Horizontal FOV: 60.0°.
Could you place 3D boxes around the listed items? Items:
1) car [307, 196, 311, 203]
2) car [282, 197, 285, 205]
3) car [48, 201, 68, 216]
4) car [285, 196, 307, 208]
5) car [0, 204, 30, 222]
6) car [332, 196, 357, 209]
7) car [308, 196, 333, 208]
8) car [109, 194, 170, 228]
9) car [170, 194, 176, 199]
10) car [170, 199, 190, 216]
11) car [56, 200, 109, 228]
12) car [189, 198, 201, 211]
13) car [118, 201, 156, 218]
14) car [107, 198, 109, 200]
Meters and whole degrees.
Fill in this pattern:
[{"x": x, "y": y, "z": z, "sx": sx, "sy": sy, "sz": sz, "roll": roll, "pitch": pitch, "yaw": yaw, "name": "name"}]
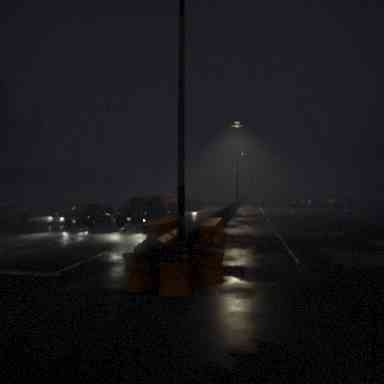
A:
[{"x": 20.752, "y": 1.495, "z": 59.148, "sx": 1.837, "sy": 1.490, "sz": 4.892, "roll": 0, "pitch": 1, "yaw": 10, "name": "car"}, {"x": 17.304, "y": 1.528, "z": 59.752, "sx": 2.033, "sy": 1.411, "sz": 5.357, "roll": 0, "pitch": 1, "yaw": 10, "name": "car"}, {"x": -12.232, "y": 1.644, "z": 33.704, "sx": 2.033, "sy": 1.411, "sz": 5.357, "roll": 0, "pitch": 0, "yaw": 10, "name": "car"}, {"x": 15.579, "y": 1.602, "z": 49.900, "sx": 1.812, "sy": 1.442, "sz": 4.674, "roll": 0, "pitch": 0, "yaw": 10, "name": "car"}, {"x": -13.865, "y": 1.595, "z": 24.256, "sx": 1.812, "sy": 1.442, "sz": 4.674, "roll": 0, "pitch": 0, "yaw": 10, "name": "car"}, {"x": 22.468, "y": 1.447, "z": 48.656, "sx": 2.097, "sy": 1.767, "sz": 4.553, "roll": 0, "pitch": 0, "yaw": 10, "name": "car"}, {"x": 19.031, "y": 1.686, "z": 49.326, "sx": 1.895, "sy": 1.301, "sz": 4.718, "roll": 0, "pitch": 0, "yaw": 10, "name": "car"}, {"x": -3.410, "y": 1.320, "z": 23.105, "sx": 2.150, "sy": 2.045, "sz": 5.566, "roll": 0, "pitch": 0, "yaw": 10, "name": "car"}, {"x": -3.445, "y": 1.313, "z": 43.238, "sx": 2.150, "sy": 2.045, "sz": 5.566, "roll": 0, "pitch": 0, "yaw": 10, "name": "car"}, {"x": -1.799, "y": 1.687, "z": 32.365, "sx": 1.994, "sy": 1.385, "sz": 4.181, "roll": 0, "pitch": 0, "yaw": 10, "name": "car"}, {"x": -6.947, "y": 1.580, "z": 23.180, "sx": 2.128, "sy": 1.511, "sz": 4.902, "roll": 0, "pitch": 0, "yaw": 10, "name": "car"}, {"x": 0.006, "y": 1.579, "z": 42.654, "sx": 1.882, "sy": 1.535, "sz": 5.008, "roll": 0, "pitch": 0, "yaw": 10, "name": "car"}, {"x": -5.285, "y": 1.662, "z": 32.785, "sx": 2.033, "sy": 1.411, "sz": 5.357, "roll": 0, "pitch": 0, "yaw": 10, "name": "car"}, {"x": -10.450, "y": 1.568, "z": 43.825, "sx": 2.128, "sy": 1.511, "sz": 4.902, "roll": 0, "pitch": 0, "yaw": 10, "name": "car"}]
